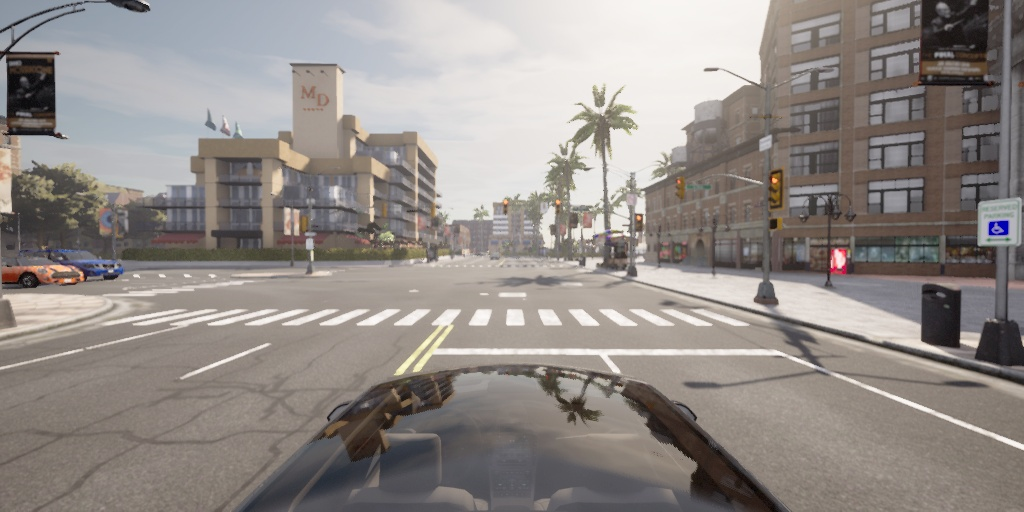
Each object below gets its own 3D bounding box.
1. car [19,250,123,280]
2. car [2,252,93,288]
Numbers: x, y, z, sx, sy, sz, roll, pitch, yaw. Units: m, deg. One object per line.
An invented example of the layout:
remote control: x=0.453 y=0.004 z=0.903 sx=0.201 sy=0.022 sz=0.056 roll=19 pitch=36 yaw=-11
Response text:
car: x=-29.113 y=0.613 z=23.532 sx=5.566 sy=2.045 sz=2.150 roll=1 pitch=1 yaw=0
car: x=-27.105 y=0.807 z=20.046 sx=4.553 sy=1.767 sz=2.097 roll=0 pitch=1 yaw=0
